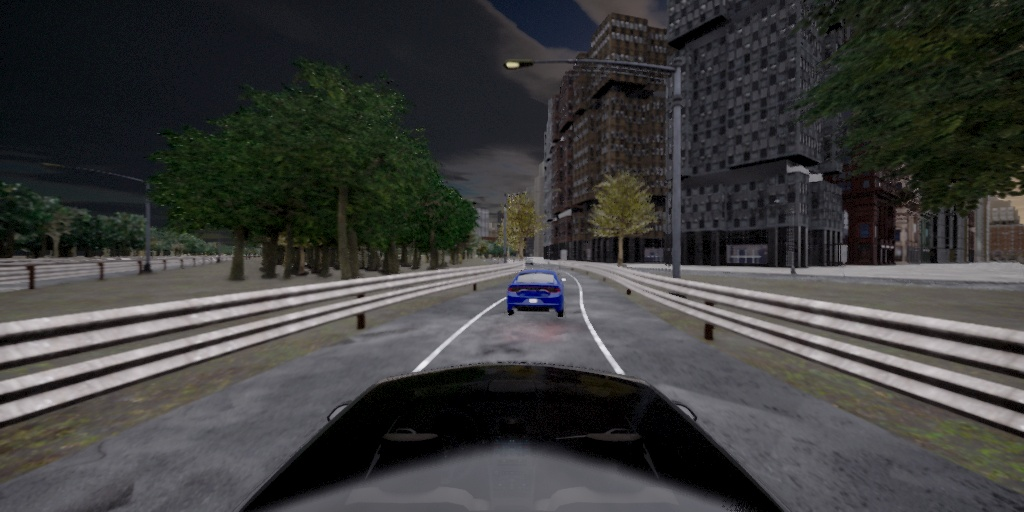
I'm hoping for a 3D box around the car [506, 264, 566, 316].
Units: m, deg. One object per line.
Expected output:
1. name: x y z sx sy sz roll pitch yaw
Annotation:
1. car: 1.001 1.249 13.551 1.882 1.535 5.008 0 0 8
